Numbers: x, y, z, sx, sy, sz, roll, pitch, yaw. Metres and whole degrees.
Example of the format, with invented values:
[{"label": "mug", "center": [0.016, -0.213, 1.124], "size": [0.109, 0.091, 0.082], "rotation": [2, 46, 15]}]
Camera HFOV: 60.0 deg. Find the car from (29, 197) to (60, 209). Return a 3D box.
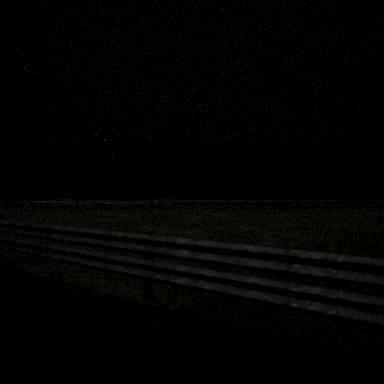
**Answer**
[{"label": "car", "center": [-22.363, 1.572, 50.557], "size": [4.553, 1.767, 2.097], "rotation": [0, 0, 10]}]
